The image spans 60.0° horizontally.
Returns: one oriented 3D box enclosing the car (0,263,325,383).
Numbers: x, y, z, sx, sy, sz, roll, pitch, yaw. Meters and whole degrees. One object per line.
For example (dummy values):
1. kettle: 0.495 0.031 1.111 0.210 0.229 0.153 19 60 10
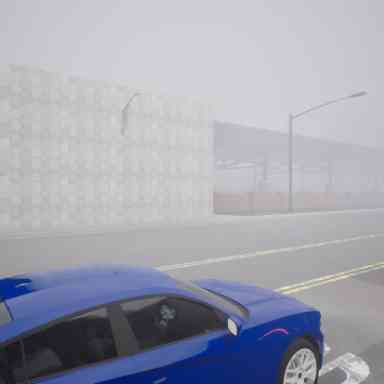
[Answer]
1. car: -0.723 1.478 3.234 5.008 1.535 1.882 0 0 -36
